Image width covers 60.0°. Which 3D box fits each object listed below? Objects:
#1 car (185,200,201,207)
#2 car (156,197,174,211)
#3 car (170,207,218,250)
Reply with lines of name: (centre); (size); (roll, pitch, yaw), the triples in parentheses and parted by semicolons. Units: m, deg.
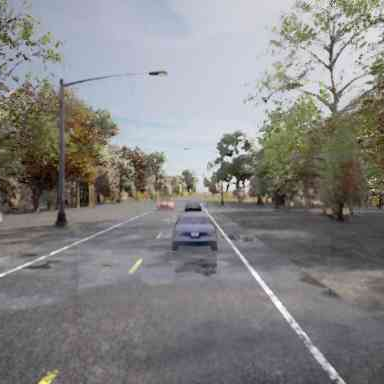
car: (0.136, 1.740, 41.818); (1.994, 1.385, 4.181); (0, 0, 0)
car: (-3.532, 1.538, 44.354); (2.097, 1.767, 4.553); (0, 0, 0)
car: (0.113, 1.614, 14.688); (2.033, 1.411, 5.357); (0, 0, 0)
